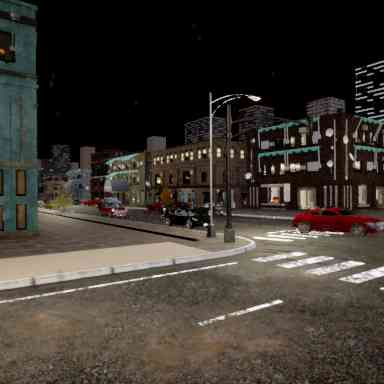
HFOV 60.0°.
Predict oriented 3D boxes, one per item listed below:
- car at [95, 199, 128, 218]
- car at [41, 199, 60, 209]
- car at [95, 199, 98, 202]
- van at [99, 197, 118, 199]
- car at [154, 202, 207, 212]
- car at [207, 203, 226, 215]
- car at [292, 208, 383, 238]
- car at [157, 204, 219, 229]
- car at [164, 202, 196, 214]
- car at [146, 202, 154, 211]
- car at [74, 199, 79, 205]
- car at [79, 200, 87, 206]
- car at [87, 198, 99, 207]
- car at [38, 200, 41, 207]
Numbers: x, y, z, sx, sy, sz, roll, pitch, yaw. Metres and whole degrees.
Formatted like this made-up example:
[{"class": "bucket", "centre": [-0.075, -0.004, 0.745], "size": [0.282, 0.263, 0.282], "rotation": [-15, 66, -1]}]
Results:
[{"class": "car", "centre": [-8.289, 1.846, 35.183], "size": [1.967, 1.590, 4.097], "rotation": [-1, 0, -35]}, {"class": "car", "centre": [-24.185, 2.233, 57.628], "size": [1.752, 1.417, 4.829], "rotation": [-1, 0, -35]}, {"class": "car", "centre": [-10.466, 1.989, 42.787], "size": [1.812, 1.442, 4.674], "rotation": [-1, 0, -35]}, {"class": "van", "centre": [-14.251, 1.907, 58.096], "size": [1.690, 1.788, 3.998], "rotation": [-1, 0, -35]}, {"class": "car", "centre": [-1.145, 1.787, 29.597], "size": [1.837, 1.490, 4.892], "rotation": [-1, -1, -35]}, {"class": "car", "centre": [1.751, 1.810, 35.512], "size": [2.008, 1.369, 4.403], "rotation": [-2, 0, -35]}, {"class": "car", "centre": [7.715, 1.582, 18.034], "size": [1.812, 1.442, 4.674], "rotation": [0, -2, -44]}, {"class": "car", "centre": [-0.364, 1.815, 23.789], "size": [1.947, 1.339, 4.313], "rotation": [-1, 0, -35]}, {"class": "car", "centre": [-1.448, 1.904, 40.029], "size": [1.802, 1.307, 4.206], "rotation": [-2, 0, -35]}, {"class": "car", "centre": [-4.646, 1.966, 44.545], "size": [1.802, 1.307, 4.206], "rotation": [-1, 0, -35]}, {"class": "car", "centre": [-27.043, 2.364, 76.163], "size": [1.947, 1.339, 4.313], "rotation": [-1, 0, -35]}, {"class": "car", "centre": [-20.645, 2.228, 67.129], "size": [1.887, 1.381, 4.507], "rotation": [-1, 0, -35]}, {"class": "car", "centre": [-17.451, 1.940, 62.612], "size": [2.192, 1.841, 5.009], "rotation": [-1, 0, -35]}, {"class": "car", "centre": [-30.682, 2.376, 66.802], "size": [2.008, 1.369, 4.403], "rotation": [-1, 0, -35]}]
